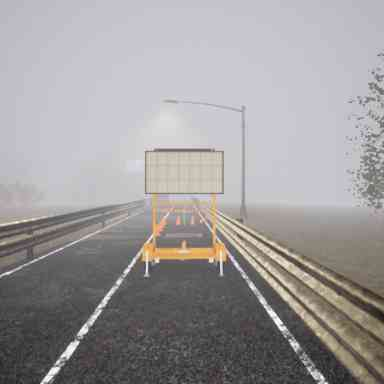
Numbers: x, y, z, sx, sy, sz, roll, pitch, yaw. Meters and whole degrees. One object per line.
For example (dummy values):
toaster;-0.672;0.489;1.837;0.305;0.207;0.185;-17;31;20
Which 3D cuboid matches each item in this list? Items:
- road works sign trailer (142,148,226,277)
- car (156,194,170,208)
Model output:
road works sign trailer;-0.236;0.468;10.284;2.380;3.560;2.880;0;0;-1
car;-4.452;1.238;49.020;2.150;2.045;5.566;0;0;-1
